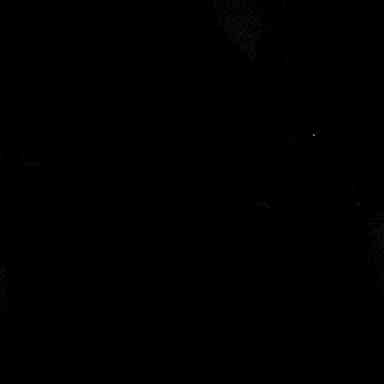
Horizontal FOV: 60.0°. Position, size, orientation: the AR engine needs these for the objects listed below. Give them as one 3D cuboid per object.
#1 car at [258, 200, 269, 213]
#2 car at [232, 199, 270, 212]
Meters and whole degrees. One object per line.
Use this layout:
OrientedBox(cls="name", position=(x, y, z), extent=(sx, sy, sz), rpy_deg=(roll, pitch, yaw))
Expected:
OrientedBox(cls="car", position=(6.081, 1.589, 37.456), extent=(2.033, 1.411, 5.357), rpy_deg=(1, 0, -36))
OrientedBox(cls="car", position=(7.172, 1.592, 40.997), extent=(1.812, 1.442, 4.674), rpy_deg=(1, 0, -36))
